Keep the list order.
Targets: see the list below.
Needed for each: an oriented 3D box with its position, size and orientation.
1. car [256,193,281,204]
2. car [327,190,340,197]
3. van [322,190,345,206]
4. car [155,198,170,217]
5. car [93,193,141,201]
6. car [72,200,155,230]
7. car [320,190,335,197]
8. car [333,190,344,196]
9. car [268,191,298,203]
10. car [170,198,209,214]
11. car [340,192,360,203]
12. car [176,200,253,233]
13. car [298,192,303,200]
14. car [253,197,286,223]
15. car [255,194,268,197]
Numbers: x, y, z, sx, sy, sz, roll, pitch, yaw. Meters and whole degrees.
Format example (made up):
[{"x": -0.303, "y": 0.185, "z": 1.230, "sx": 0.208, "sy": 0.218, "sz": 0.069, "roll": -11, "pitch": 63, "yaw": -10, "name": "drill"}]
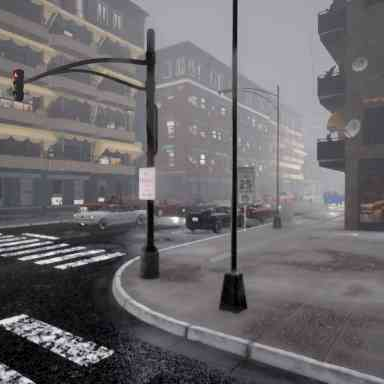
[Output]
[{"x": 10.541, "y": 0.880, "z": 45.638, "sx": 1.947, "sy": 1.339, "sz": 4.313, "roll": 2, "pitch": 2, "yaw": 35, "name": "car"}, {"x": 32.973, "y": 0.335, "z": 77.532, "sx": 1.802, "sy": 1.307, "sz": 4.206, "roll": 2, "pitch": 2, "yaw": 35, "name": "car"}, {"x": 17.375, "y": 0.721, "z": 40.780, "sx": 1.690, "sy": 1.788, "sz": 3.998, "roll": 2, "pitch": 2, "yaw": 35, "name": "van"}, {"x": -2.278, "y": 1.180, "z": 27.412, "sx": 1.887, "sy": 1.381, "sz": 4.507, "roll": 2, "pitch": 2, "yaw": 35, "name": "car"}, {"x": -5.480, "y": 1.031, "z": 22.850, "sx": 2.192, "sy": 1.841, "sz": 5.009, "roll": 2, "pitch": 2, "yaw": 35, "name": "car"}, {"x": -4.609, "y": 1.368, "z": 19.607, "sx": 1.895, "sy": 1.301, "sz": 4.718, "roll": 1, "pitch": 1, "yaw": 35, "name": "car"}, {"x": 29.769, "y": 0.378, "z": 72.976, "sx": 1.887, "sy": 1.381, "sz": 4.507, "roll": 2, "pitch": 2, "yaw": 35, "name": "car"}, {"x": 36.178, "y": 0.255, "z": 82.089, "sx": 1.802, "sy": 1.307, "sz": 4.206, "roll": 2, "pitch": 2, "yaw": 35, "name": "car"}, {"x": 11.440, "y": 0.717, "z": 42.371, "sx": 2.097, "sy": 1.767, "sz": 4.553, "roll": 1, "pitch": 1, "yaw": 36, "name": "car"}, {"x": 0.484, "y": 1.203, "z": 26.873, "sx": 1.994, "sy": 1.385, "sz": 4.181, "roll": 1, "pitch": 1, "yaw": 34, "name": "car"}, {"x": 23.782, "y": 0.763, "z": 49.897, "sx": 1.887, "sy": 1.381, "sz": 4.507, "roll": 2, "pitch": 2, "yaw": 35, "name": "car"}, {"x": 1.349, "y": 1.348, "z": 18.003, "sx": 1.947, "sy": 1.339, "sz": 4.313, "roll": 2, "pitch": 2, "yaw": 35, "name": "car"}, {"x": 16.950, "y": 0.719, "z": 54.750, "sx": 1.947, "sy": 1.339, "sz": 4.313, "roll": 2, "pitch": 2, "yaw": 35, "name": "car"}, {"x": 4.553, "y": 1.283, "z": 22.560, "sx": 1.802, "sy": 1.307, "sz": 4.206, "roll": 2, "pitch": 2, "yaw": 35, "name": "car"}, {"x": 5.736, "y": 1.012, "z": 34.309, "sx": 1.837, "sy": 1.490, "sz": 4.892, "roll": 1, "pitch": 1, "yaw": 35, "name": "car"}]
